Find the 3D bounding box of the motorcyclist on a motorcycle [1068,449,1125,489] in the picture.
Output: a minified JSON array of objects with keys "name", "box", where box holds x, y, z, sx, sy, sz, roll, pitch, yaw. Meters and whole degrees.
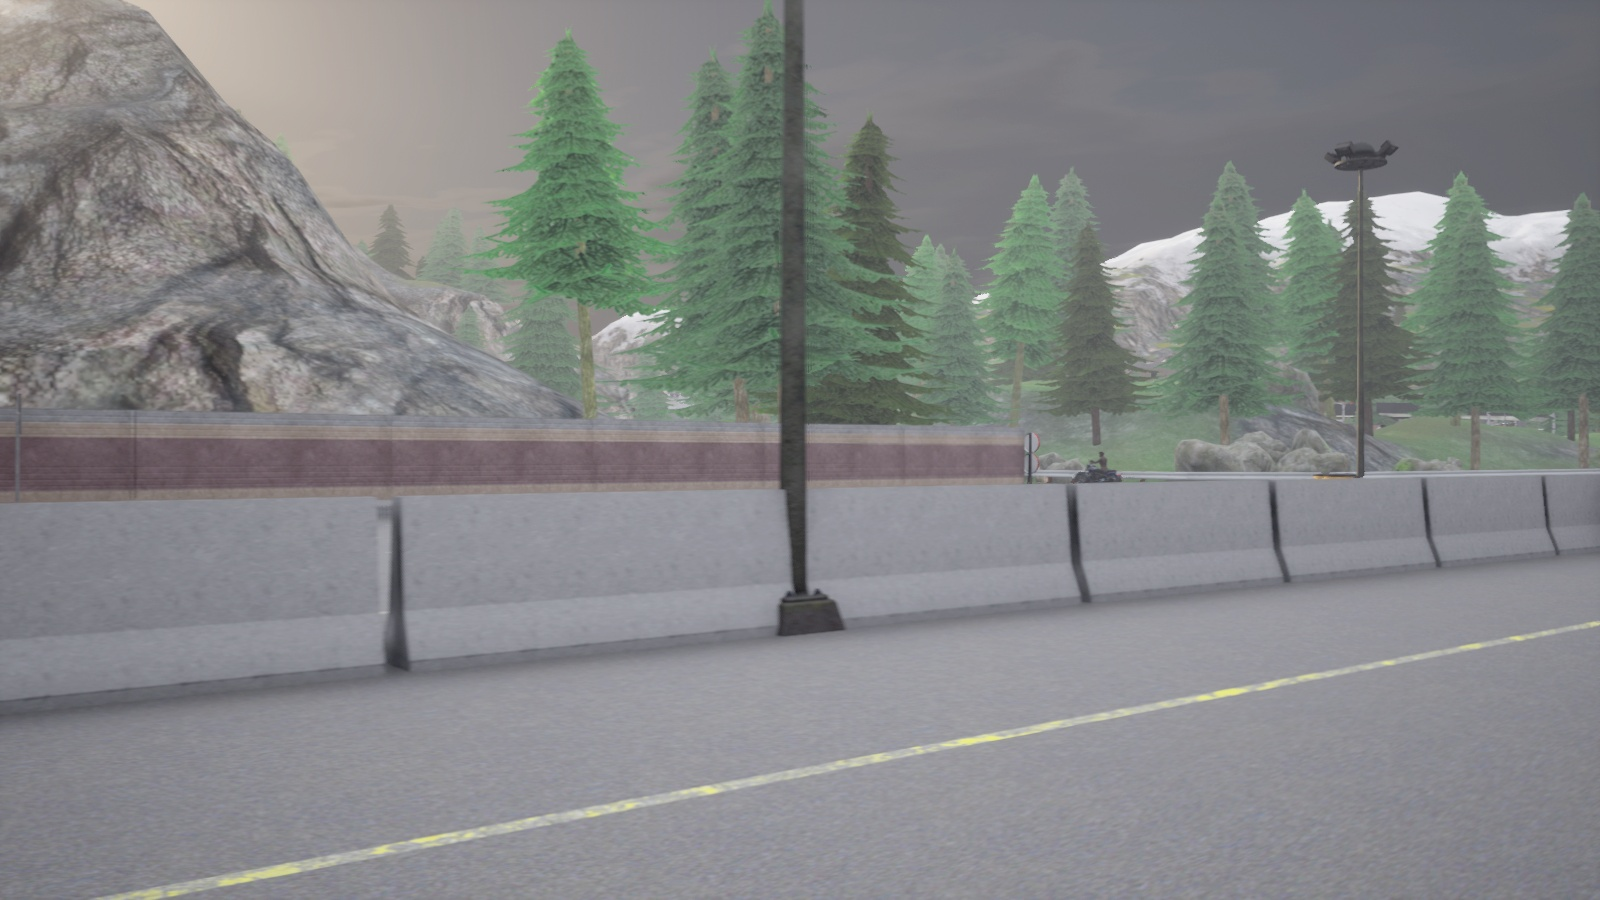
[{"name":"motorcyclist on a motorcycle","box":[12.517,0.808,53.048,0.766,1.649,2.350,0,0,-38]}]
